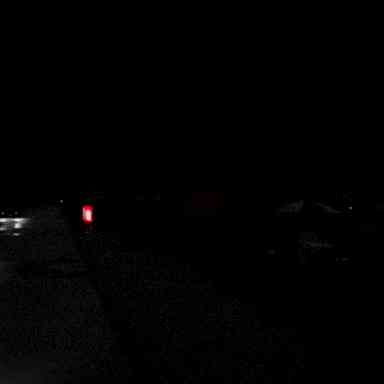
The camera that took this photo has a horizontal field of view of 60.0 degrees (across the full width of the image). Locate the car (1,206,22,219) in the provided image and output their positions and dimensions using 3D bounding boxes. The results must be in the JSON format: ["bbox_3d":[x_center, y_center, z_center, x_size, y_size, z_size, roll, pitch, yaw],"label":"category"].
[{"bbox_3d":[-22.739,2.557,42.119,1.812,1.442,4.674,2,-2,-22],"label":"car"}]
